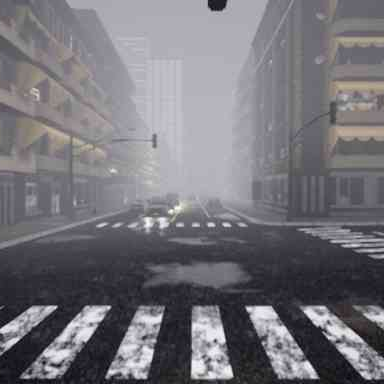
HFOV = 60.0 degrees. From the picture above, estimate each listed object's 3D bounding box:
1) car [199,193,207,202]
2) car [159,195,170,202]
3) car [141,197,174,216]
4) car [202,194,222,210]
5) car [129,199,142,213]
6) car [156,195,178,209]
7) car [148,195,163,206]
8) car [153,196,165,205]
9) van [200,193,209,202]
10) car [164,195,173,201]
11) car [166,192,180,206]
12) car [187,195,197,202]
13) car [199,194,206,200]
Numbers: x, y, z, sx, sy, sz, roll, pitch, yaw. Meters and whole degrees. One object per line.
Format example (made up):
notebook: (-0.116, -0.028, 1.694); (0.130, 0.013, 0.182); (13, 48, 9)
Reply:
car: (2.674, 1.410, 58.041); (2.008, 1.369, 4.403); (-1, 0, 0)
car: (-5.709, 1.364, 68.931); (1.752, 1.417, 4.829); (-1, 0, 0)
car: (-3.103, 1.465, 31.126); (2.033, 1.411, 5.357); (0, 0, 0)
car: (2.675, 1.335, 41.457); (1.967, 1.590, 4.097); (-1, 0, 0)
car: (-5.703, 1.457, 35.934); (2.008, 1.369, 4.403); (0, 0, 0)
car: (-3.103, 1.459, 41.010); (1.994, 1.385, 4.181); (0, 0, 0)
car: (-5.707, 1.311, 52.517); (1.967, 1.590, 4.097); (-1, 0, 0)
car: (-5.707, 1.441, 58.046); (1.802, 1.307, 4.206); (-1, 0, 0)
van: (2.670, 1.180, 69.096); (1.690, 1.788, 3.998); (-1, 0, 0)
car: (-5.710, 1.401, 80.157); (1.802, 1.307, 4.206); (-1, 0, 0)
car: (-3.077, 1.094, 51.581); (2.150, 2.045, 5.566); (0, 0, 1)
car: (-0.011, 1.314, 70.383); (1.882, 1.535, 5.008); (0, 0, 0)
car: (2.669, 1.355, 85.681); (1.887, 1.381, 4.507); (-1, 0, 0)
